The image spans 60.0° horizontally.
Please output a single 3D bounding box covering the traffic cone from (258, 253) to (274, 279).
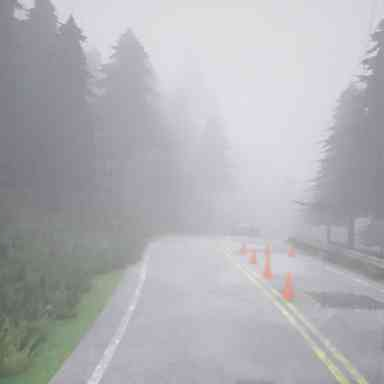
[{"bbox_3d":[2.219,2.204,9.763,0.340,0.580,0.340,3,-1,-1],"label":"traffic cone"}]

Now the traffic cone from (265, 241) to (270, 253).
[{"bbox_3d":[3.132,2.348,13.785,0.340,0.580,0.340,3,-2,-1],"label":"traffic cone"}]

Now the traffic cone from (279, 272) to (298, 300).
[{"bbox_3d":[2.257,2.175,7.767,0.340,0.580,0.340,3,-1,-1],"label":"traffic cone"}]

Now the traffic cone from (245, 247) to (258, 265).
[{"bbox_3d":[2.178,2.242,11.767,0.340,0.580,0.340,3,-1,-1],"label":"traffic cone"}]

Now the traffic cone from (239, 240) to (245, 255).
[{"bbox_3d":[2.136,2.294,13.768,0.340,0.580,0.340,3,-2,-1],"label":"traffic cone"}]

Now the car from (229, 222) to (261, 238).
[{"bbox_3d":[5.587,3.893,34.436,1.882,1.535,5.008,-1,-10,32],"label":"car"}]

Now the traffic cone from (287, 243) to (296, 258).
[{"bbox_3d":[4.127,2.402,13.802,0.340,0.580,0.340,3,-2,-1],"label":"traffic cone"}]
